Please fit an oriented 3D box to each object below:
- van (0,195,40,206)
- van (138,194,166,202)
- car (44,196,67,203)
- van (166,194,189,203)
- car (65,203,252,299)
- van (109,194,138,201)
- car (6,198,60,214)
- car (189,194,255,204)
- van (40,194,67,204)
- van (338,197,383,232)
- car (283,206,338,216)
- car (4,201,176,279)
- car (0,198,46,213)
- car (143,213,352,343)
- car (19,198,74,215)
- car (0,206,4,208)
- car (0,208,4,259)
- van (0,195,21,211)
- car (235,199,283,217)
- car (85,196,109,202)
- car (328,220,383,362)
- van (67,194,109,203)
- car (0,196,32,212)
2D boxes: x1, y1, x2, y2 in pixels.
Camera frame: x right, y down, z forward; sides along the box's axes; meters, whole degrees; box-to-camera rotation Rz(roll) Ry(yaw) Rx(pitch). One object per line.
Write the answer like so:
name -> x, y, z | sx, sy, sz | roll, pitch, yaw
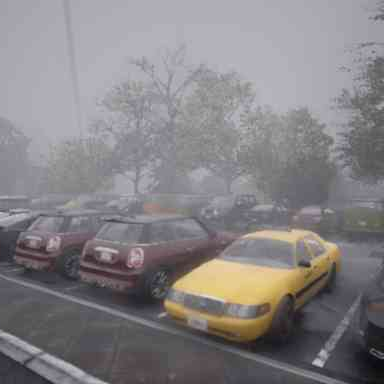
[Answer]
van -> -9.609, 1.158, 14.955 | 1.878, 1.987, 4.442 | 1, 0, 36
van -> -1.740, 1.157, 25.694 | 1.878, 1.987, 4.442 | 1, 0, 36
car -> -10.908, 1.416, 31.890 | 1.946, 1.575, 5.366 | -1, 0, 36
van -> 0.410, 1.176, 24.154 | 1.878, 1.987, 4.442 | 0, 0, 36
car -> -0.532, 1.338, 8.559 | 2.185, 1.767, 4.553 | 1, 0, 36
van -> -4.236, 1.136, 27.195 | 1.878, 1.987, 4.442 | 0, 0, 36
car -> -17.560, 1.492, 36.875 | 2.097, 1.535, 5.008 | -1, 0, 36
car -> 2.578, 1.171, 22.423 | 2.435, 2.045, 5.566 | 1, 0, 36
van -> -12.987, 1.217, 33.750 | 1.878, 1.987, 4.442 | -1, 0, 36
van -> 9.419, 1.256, 17.703 | 1.878, 1.987, 4.442 | 1, 0, 36
car -> 7.198, 1.503, 19.147 | 2.002, 1.452, 4.674 | 1, 0, 36
car -> -2.789, 1.318, 10.175 | 2.185, 1.767, 4.553 | 1, 0, 36
car -> -19.915, 1.518, 38.561 | 2.097, 1.535, 5.008 | -1, 0, 36
car -> 1.634, 1.481, 6.818 | 1.946, 1.575, 5.366 | 1, 0, 36
car -> -15.309, 1.469, 35.261 | 2.231, 1.521, 4.892 | -1, 0, 36
car -> -7.284, 1.444, 13.437 | 2.002, 1.452, 4.674 | 1, 0, 36
car -> -5.032, 1.423, 11.813 | 2.097, 1.535, 5.008 | 1, 0, 36
van -> -24.248, 1.340, 41.814 | 1.878, 1.987, 4.442 | -1, 0, 36
car -> 4.944, 1.443, 20.757 | 2.097, 1.535, 5.008 | 1, 0, 36
car -> -6.295, 1.370, 28.819 | 2.097, 1.535, 5.008 | -1, 0, 36
car -> 3.996, 1.505, 5.347 | 2.231, 1.521, 4.892 | 1, 0, 36
van -> -8.620, 1.168, 30.334 | 1.878, 1.987, 4.442 | -1, 0, 36
car -> -22.082, 1.415, 40.081 | 2.185, 1.767, 4.553 | -1, 0, 36
